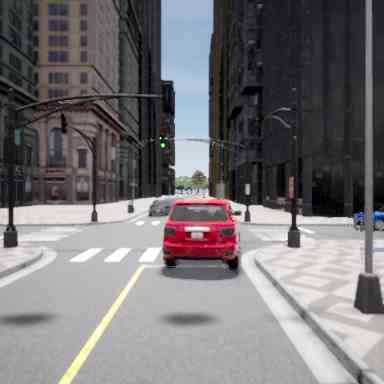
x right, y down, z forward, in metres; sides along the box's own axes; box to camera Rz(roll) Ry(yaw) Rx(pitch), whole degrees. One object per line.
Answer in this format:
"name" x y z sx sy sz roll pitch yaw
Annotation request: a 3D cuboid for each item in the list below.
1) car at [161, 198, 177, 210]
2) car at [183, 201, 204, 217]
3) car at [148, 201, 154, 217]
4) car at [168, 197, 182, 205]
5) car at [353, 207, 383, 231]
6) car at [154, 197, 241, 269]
"car" -3.085 1.559 44.734 1.812 1.442 4.674 0 0 0
"car" 0.098 1.623 32.326 1.895 1.301 4.718 0 0 0
"car" -3.104 1.527 32.274 1.837 1.490 4.892 0 0 0
"car" -3.034 1.595 59.553 2.033 1.411 5.357 0 0 1
"car" 12.236 1.462 19.729 5.008 1.535 1.882 -1 0 0
"car" 0.511 1.228 11.419 2.150 2.045 5.566 0 0 8
